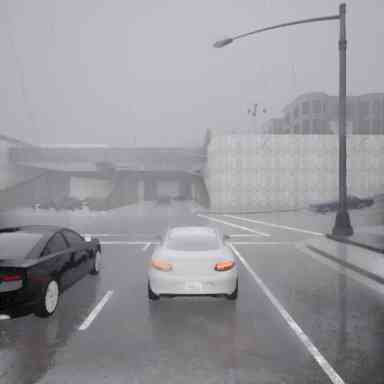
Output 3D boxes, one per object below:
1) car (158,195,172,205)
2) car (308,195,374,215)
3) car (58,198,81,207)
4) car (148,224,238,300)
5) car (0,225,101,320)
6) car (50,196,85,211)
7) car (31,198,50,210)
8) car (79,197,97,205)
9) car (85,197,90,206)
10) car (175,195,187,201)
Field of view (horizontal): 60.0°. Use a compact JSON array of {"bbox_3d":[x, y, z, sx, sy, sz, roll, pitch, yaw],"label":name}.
[{"bbox_3d":[-5.066,1.556,60.275,1.994,1.385,4.181,0,0,-2],"label":"car"},{"bbox_3d":[12.034,1.009,27.133,4.718,1.301,1.895,-6,0,-1],"label":"car"},{"bbox_3d":[-18.973,1.594,51.733,1.895,1.301,4.718,0,0,-2],"label":"car"},{"bbox_3d":[0.013,1.525,8.268,1.812,1.442,4.674,0,0,0],"label":"car"},{"bbox_3d":[-3.480,1.477,7.467,1.882,1.535,5.008,0,0,0],"label":"car"},{"bbox_3d":[-15.087,1.346,40.655,2.097,1.767,4.553,0,0,-2],"label":"car"},{"bbox_3d":[-18.651,1.487,42.259,2.128,1.511,4.902,0,0,-2],"label":"car"},{"bbox_3d":[-19.276,1.593,61.980,1.895,1.301,4.718,0,0,-1],"label":"car"},{"bbox_3d":[-15.417,1.485,50.105,2.128,1.511,4.902,0,0,-2],"label":"car"},{"bbox_3d":[-2.916,1.542,83.875,1.994,1.385,4.181,0,0,27],"label":"car"}]
